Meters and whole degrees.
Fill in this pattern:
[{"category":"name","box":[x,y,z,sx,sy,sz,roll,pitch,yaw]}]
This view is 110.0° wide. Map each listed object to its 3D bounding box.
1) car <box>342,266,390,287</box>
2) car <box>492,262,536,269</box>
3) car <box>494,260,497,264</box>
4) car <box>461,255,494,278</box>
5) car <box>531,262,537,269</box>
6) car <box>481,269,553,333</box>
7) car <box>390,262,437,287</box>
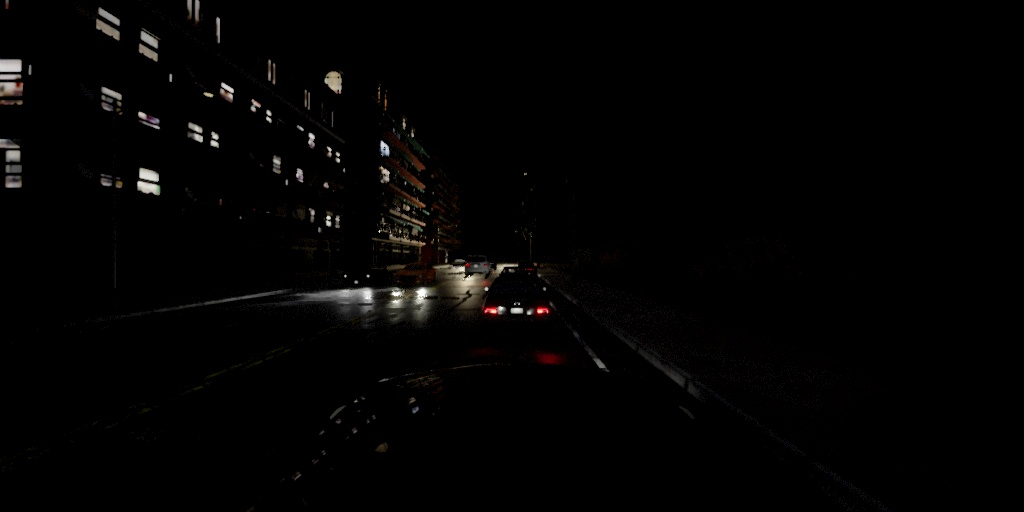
[{"category":"car","box":[-9.838,1.347,24.868,1.895,1.301,4.718,0,0,0]},{"category":"car","box":[0.110,1.294,21.089,2.033,1.411,5.357,0,0,0]},{"category":"car","box":[-3.130,1.229,50.951,2.128,1.511,4.902,0,0,0]},{"category":"car","box":[-3.134,0.962,33.820,2.150,2.045,5.566,0,0,0]},{"category":"car","box":[1.152,1.250,30.857,1.837,1.490,4.892,0,0,0]},{"category":"car","box":[0.108,1.296,10.728,2.033,1.411,5.357,0,0,0]},{"category":"car","box":[-6.588,1.223,25.035,1.882,1.535,5.008,0,0,0]}]
